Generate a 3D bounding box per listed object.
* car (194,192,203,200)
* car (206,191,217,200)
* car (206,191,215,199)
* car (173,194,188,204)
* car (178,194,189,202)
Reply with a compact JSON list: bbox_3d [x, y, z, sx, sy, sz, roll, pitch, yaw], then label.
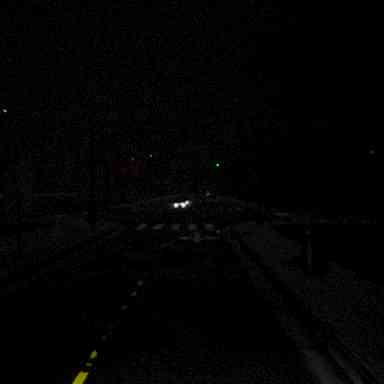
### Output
[{"bbox_3d":[1.530,1.217,78.948,1.994,1.385,4.181,0,0,1],"label":"car"},{"bbox_3d":[4.778,1.009,78.869,2.097,1.767,4.553,0,0,1],"label":"car"},{"bbox_3d":[4.924,0.673,88.934,2.150,2.045,5.566,0,0,1],"label":"car"},{"bbox_3d":[-2.082,1.344,57.466,1.994,1.385,4.181,0,0,1],"label":"car"},{"bbox_3d":[-1.814,1.237,72.562,2.128,1.511,4.902,0,0,1],"label":"car"}]
